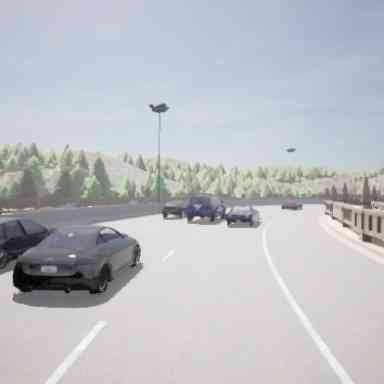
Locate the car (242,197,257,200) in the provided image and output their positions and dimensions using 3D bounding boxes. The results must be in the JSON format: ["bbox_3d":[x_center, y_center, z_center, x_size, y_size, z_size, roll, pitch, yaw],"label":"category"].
[{"bbox_3d":[11.020,1.775,64.957,2.128,1.511,4.902,0,-1,42],"label":"car"}]

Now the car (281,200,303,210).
[{"bbox_3d":[13.682,1.760,45.464,1.994,1.385,4.181,0,-1,32],"label":"car"}]

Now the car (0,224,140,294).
[{"bbox_3d":[-2.748,1.562,8.848,1.994,1.385,4.181,0,0,6],"label":"car"}]

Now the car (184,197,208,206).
[{"bbox_3d":[0.834,1.792,63.557,1.882,1.535,5.008,0,-1,37],"label":"car"}]

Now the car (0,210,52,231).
[{"bbox_3d":[-6.106,1.535,10.860,2.033,1.411,5.357,0,0,8],"label":"car"}]

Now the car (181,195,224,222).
[{"bbox_3d":[1.250,1.287,27.239,2.150,2.045,5.566,0,0,18],"label":"car"}]

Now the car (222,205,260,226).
[{"bbox_3d":[3.814,1.672,24.308,1.895,1.301,4.718,0,0,18],"label":"car"}]

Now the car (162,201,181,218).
[{"bbox_3d":[-1.137,1.579,30.802,1.837,1.490,4.892,0,0,20],"label":"car"}]

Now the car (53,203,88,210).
[{"bbox_3d":[-9.860,1.596,27.284,1.994,1.385,4.181,0,0,17],"label":"car"}]

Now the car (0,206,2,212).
[{"bbox_3d":[-17.415,1.354,26.215,2.097,1.767,4.553,0,0,16],"label":"car"}]

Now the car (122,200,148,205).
[{"bbox_3d":[-7.418,1.693,43.342,1.994,1.385,4.181,0,0,26],"label":"car"}]
